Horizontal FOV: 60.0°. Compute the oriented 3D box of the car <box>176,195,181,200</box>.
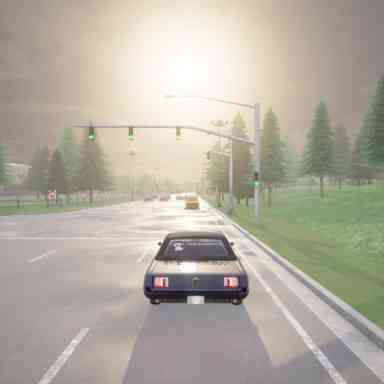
[{"bbox_3d":[-3.353,1.553,91.162,1.994,1.385,4.181,0,0,0],"label":"car"}]

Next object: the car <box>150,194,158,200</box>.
[{"bbox_3d":[-10.354,1.332,90.760,1.837,1.490,4.892,0,0,0],"label":"car"}]

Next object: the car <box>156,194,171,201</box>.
[{"bbox_3d":[-6.871,1.531,80.334,2.033,1.411,5.357,0,0,0],"label":"car"}]

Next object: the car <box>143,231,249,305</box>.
[{"bbox_3d":[0.092,1.601,8.035,1.895,1.301,4.718,0,0,0],"label":"car"}]

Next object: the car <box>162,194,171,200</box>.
[{"bbox_3d":[-6.854,1.372,90.754,2.033,1.411,5.357,0,0,0],"label":"car"}]

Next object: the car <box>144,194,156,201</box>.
[{"bbox_3d":[-10.371,1.531,80.340,2.033,1.411,5.357,0,0,0],"label":"car"}]

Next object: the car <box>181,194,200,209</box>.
[{"bbox_3d":[-0.075,1.095,46.169,1.882,1.535,5.008,-3,16,-4],"label":"car"}]

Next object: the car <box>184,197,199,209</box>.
[{"bbox_3d":[-0.016,1.577,49.703,2.033,1.411,5.357,-1,1,2],"label":"car"}]
